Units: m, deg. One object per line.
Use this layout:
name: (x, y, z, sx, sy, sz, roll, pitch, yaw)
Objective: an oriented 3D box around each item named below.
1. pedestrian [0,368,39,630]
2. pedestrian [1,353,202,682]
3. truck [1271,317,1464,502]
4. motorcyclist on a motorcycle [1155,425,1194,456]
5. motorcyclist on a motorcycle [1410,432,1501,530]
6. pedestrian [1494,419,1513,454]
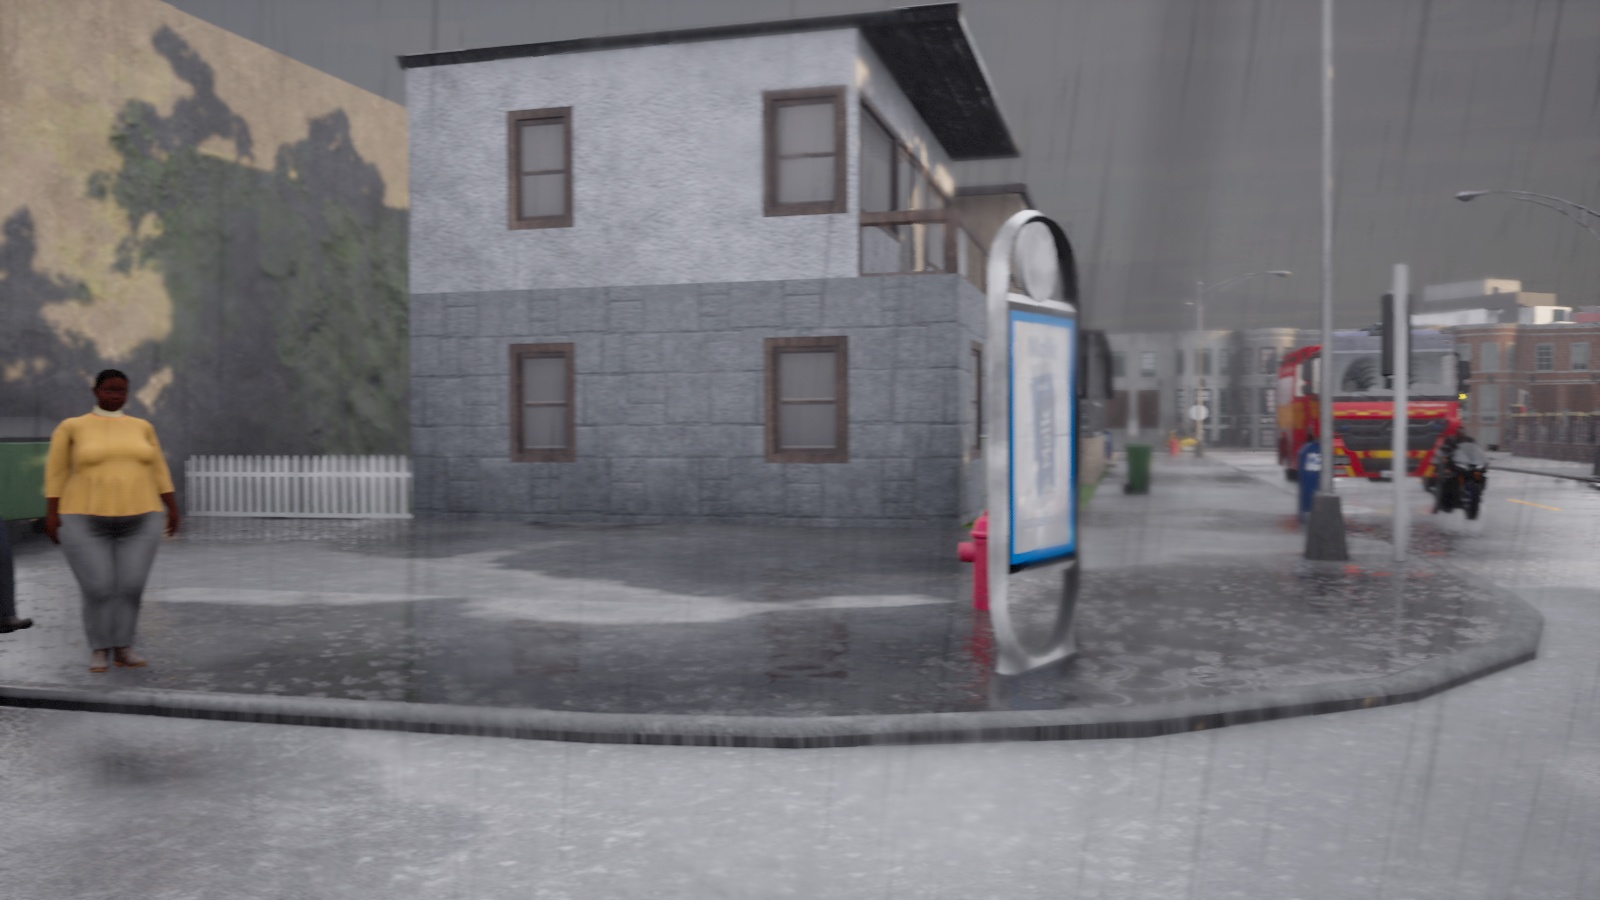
pedestrian: (-5.964, 0.341, 9.004, 0.694, 1.848, 0.540, 1, 1, 20)
pedestrian: (-4.285, 0.371, 7.700, 0.874, 1.855, 0.900, -1, 2, -43)
truck: (13.412, -0.919, 30.433, 2.891, 3.827, 8.468, 0, 1, 15)
motorcyclist on a motorcycle: (19.710, -0.501, 66.081, 1.817, 1.590, 0.866, 1, 2, 25)
motorcyclist on a motorcycle: (10.846, 0.466, 20.869, 0.866, 1.530, 2.191, 0, 1, 15)
pedestrian: (37.088, -0.708, 66.217, 0.694, 1.848, 0.540, 0, 1, -21)
